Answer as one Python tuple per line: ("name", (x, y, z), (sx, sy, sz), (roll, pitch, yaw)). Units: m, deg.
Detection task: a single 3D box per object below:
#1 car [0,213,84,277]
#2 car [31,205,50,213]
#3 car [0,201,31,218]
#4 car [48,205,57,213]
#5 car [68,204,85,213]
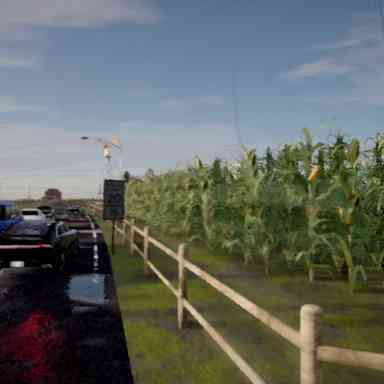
("car", (-4.939, 1.669, 10.868), (2.128, 1.511, 4.902), (1, -1, -11))
("car", (-11.270, 1.887, 23.023), (1.812, 1.442, 4.674), (1, -1, -18))
("car", (-8.304, 1.410, 13.394), (2.150, 2.045, 5.566), (1, -1, -17))
("car", (-14.399, 2.041, 32.533), (1.837, 1.490, 4.892), (1, -1, -19))
("car", (-14.650, 2.243, 42.020), (2.128, 1.511, 4.902), (1, -1, -19))
